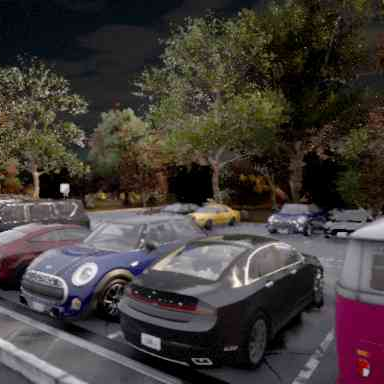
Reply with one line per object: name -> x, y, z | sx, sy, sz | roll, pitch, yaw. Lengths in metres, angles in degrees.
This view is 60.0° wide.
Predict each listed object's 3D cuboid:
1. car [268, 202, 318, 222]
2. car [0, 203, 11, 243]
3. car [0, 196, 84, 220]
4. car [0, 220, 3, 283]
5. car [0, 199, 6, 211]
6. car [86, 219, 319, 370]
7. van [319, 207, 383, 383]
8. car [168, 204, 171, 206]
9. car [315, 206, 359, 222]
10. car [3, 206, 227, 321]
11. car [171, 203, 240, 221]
car -> 5.882, 1.377, 18.465 | 2.185, 1.767, 4.553 | 0, 0, 36
car -> -10.510, 1.397, 14.020 | 2.185, 1.767, 4.553 | 0, 0, 36
car -> -5.946, 1.260, 10.765 | 2.435, 2.045, 5.566 | 0, 0, 36
car -> -3.648, 1.546, 9.157 | 2.002, 1.452, 4.674 | 0, 0, 36
car -> -25.976, 1.624, 41.167 | 2.002, 1.452, 4.674 | 0, 0, 36
car -> 0.912, 1.496, 5.896 | 2.231, 1.521, 4.892 | 0, 0, 36
van -> 3.265, 1.263, 4.368 | 1.878, 1.987, 4.442 | 0, 0, 36
car -> -0.910, 1.521, 23.282 | 2.231, 1.521, 4.892 | 0, 0, 36
car -> 8.108, 1.527, 16.802 | 2.163, 1.488, 4.792 | 0, 0, 36
car -> -1.347, 1.375, 7.556 | 2.185, 1.767, 4.553 | 0, 0, 36
car -> 1.240, 1.511, 21.514 | 1.946, 1.575, 5.366 | 0, 0, 36
